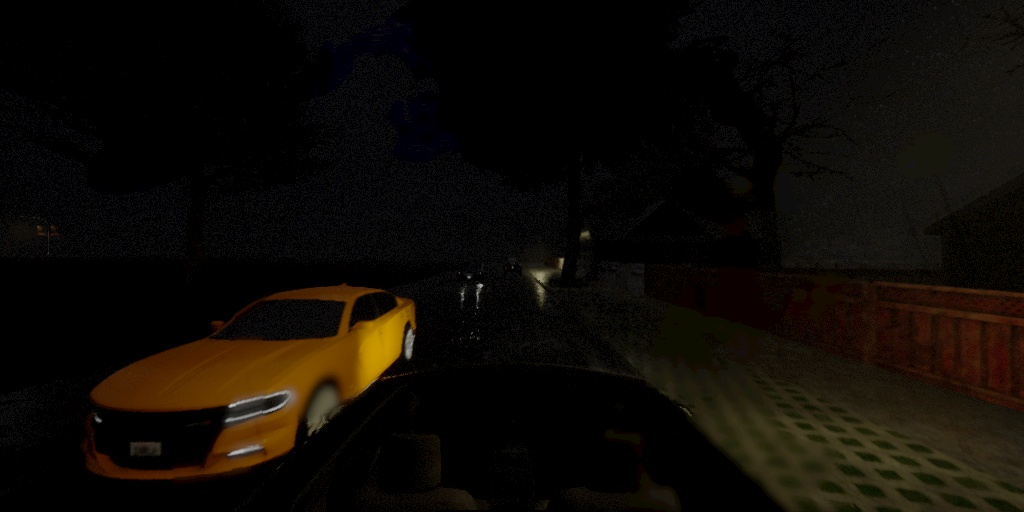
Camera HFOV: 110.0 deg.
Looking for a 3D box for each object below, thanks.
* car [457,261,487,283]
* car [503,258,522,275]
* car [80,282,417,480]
[{"bbox_3d":[-2.853,1.135,26.287,2.128,1.511,4.902,0,0,0],"label":"car"},{"bbox_3d":[0.071,1.130,36.266,2.033,1.411,5.357,0,0,0],"label":"car"},{"bbox_3d":[-2.845,1.216,5.274,1.882,1.535,5.008,0,0,0],"label":"car"}]
